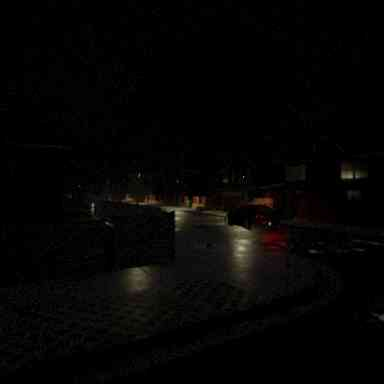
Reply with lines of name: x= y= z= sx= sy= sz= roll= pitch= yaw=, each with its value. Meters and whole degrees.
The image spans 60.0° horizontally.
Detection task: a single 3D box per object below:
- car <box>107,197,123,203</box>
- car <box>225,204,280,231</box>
car: x=-12.220 y=1.483 z=52.467 sx=2.128 sy=1.511 sz=4.902 roll=0 pitch=0 yaw=-23
car: x=3.665 y=1.550 z=21.025 sx=1.837 sy=1.490 sz=4.892 roll=-1 pitch=0 yaw=-17
